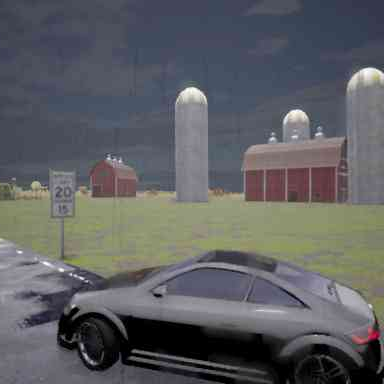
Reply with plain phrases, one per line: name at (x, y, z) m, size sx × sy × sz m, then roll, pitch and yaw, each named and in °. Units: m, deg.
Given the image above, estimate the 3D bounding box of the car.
car at (0.282, 1.564, 4.683) m, size 4.181 × 1.385 × 1.994 m, roll 0°, pitch 0°, yaw 18°
